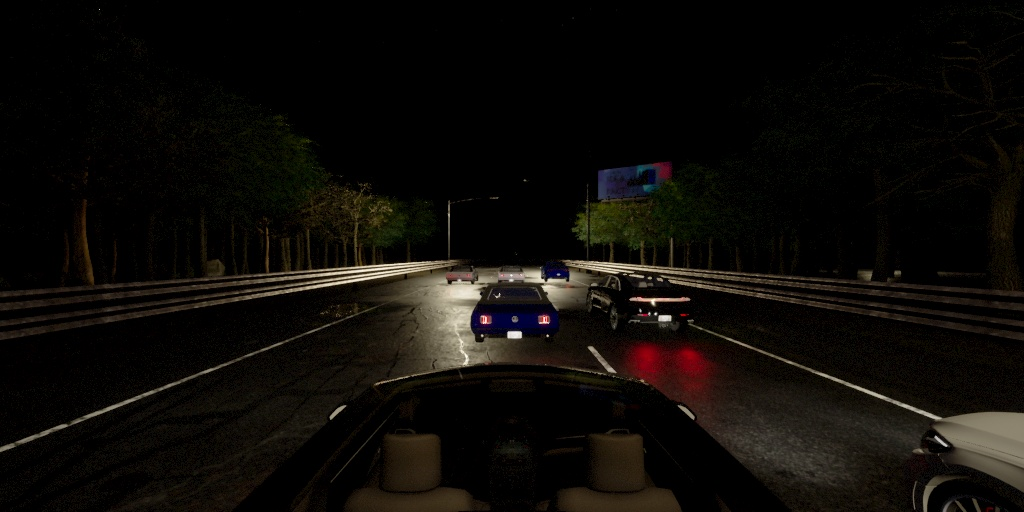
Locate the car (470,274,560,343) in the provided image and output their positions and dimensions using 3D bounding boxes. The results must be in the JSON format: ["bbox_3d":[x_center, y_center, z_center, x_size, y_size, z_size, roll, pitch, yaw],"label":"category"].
[{"bbox_3d":[0.053,1.351,9.664,1.895,1.301,4.718,0,0,0],"label":"car"}]

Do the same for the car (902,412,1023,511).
[{"bbox_3d":[3.622,1.276,0.478,1.812,1.442,4.674,0,0,0],"label":"car"}]

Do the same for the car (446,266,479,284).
[{"bbox_3d":[-3.548,1.351,26.434,1.895,1.301,4.718,0,0,0],"label":"car"}]

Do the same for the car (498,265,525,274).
[{"bbox_3d":[-0.047,1.351,26.504,1.895,1.301,4.718,0,0,0],"label":"car"}]

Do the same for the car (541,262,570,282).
[{"bbox_3d":[3.438,1.228,29.095,1.882,1.535,5.008,0,0,-1],"label":"car"}]

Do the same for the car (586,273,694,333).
[{"bbox_3d":[3.548,1.242,10.787,2.128,1.511,4.902,0,0,0],"label":"car"}]
